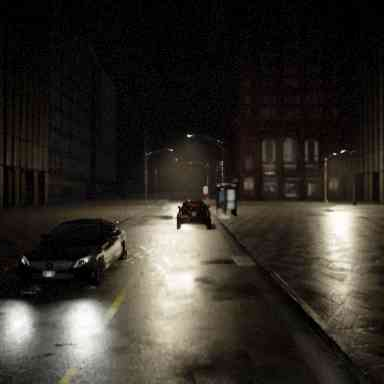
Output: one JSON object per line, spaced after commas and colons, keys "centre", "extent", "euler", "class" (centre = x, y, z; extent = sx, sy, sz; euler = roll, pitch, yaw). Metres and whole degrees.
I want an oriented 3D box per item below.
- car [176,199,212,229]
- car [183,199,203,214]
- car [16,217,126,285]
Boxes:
{"centre": [0.102, 1.294, 21.378], "extent": [2.097, 1.767, 4.553], "euler": [0, 0, 0], "class": "car"}
{"centre": [0.100, 1.452, 34.971], "extent": [1.994, 1.385, 4.181], "euler": [0, 0, 1], "class": "car"}
{"centre": [-3.100, 1.503, 9.526], "extent": [1.812, 1.442, 4.674], "euler": [0, 0, 0], "class": "car"}
